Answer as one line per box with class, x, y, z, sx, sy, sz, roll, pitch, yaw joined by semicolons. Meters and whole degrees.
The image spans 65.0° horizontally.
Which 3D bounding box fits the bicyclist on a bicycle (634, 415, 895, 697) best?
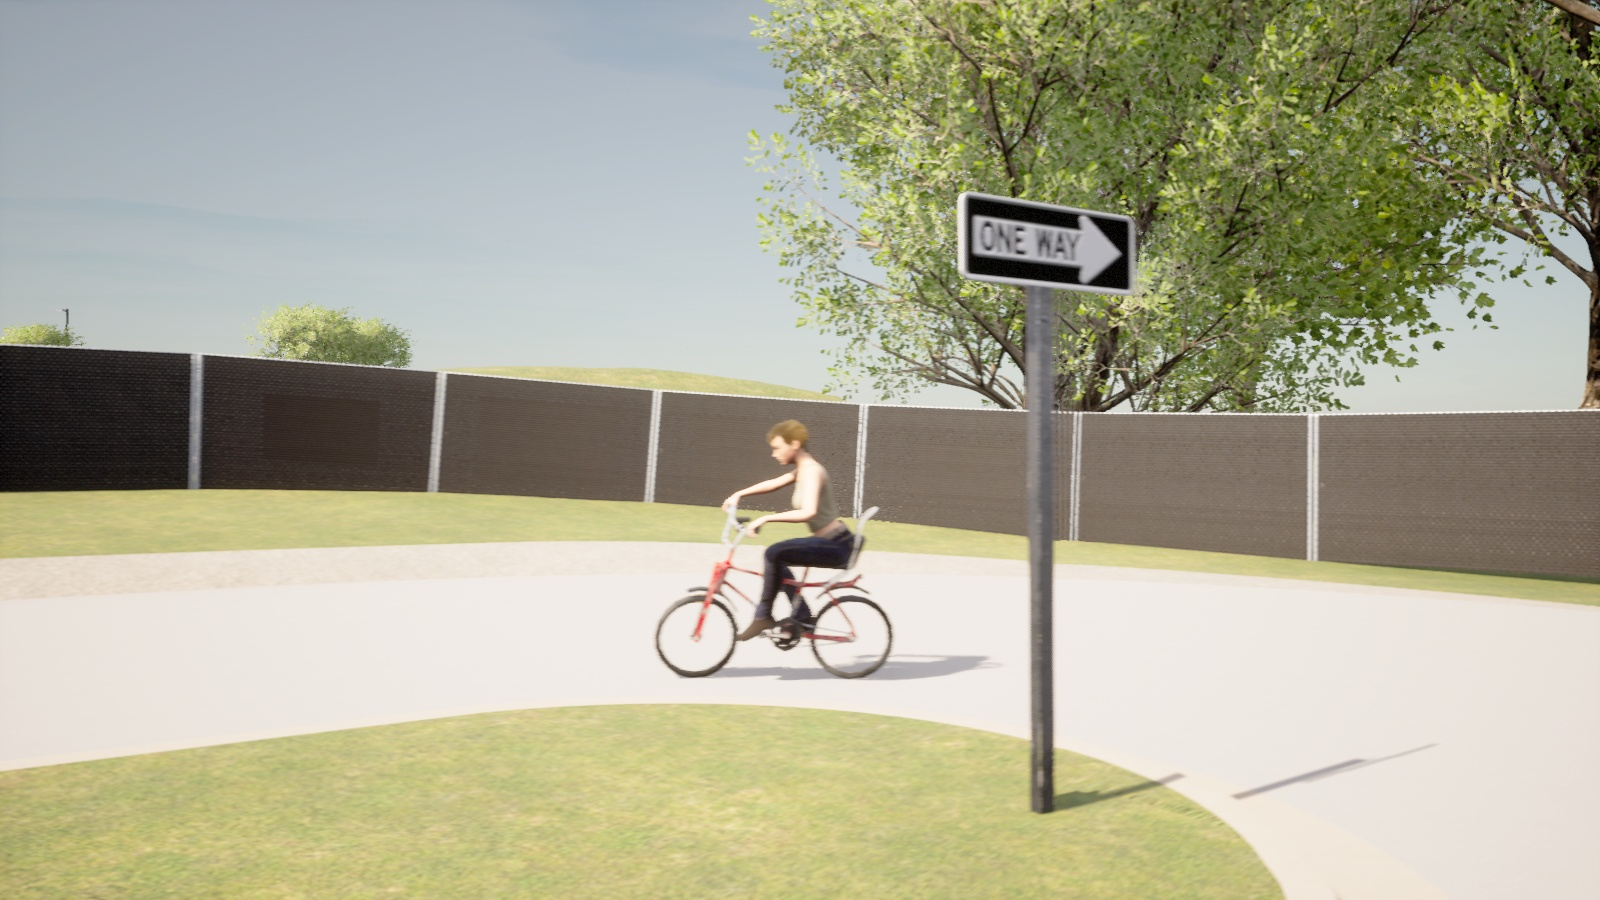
bicyclist on a bicycle;-0.227;0.616;7.764;1.509;1.612;0.866;0;5;-2
